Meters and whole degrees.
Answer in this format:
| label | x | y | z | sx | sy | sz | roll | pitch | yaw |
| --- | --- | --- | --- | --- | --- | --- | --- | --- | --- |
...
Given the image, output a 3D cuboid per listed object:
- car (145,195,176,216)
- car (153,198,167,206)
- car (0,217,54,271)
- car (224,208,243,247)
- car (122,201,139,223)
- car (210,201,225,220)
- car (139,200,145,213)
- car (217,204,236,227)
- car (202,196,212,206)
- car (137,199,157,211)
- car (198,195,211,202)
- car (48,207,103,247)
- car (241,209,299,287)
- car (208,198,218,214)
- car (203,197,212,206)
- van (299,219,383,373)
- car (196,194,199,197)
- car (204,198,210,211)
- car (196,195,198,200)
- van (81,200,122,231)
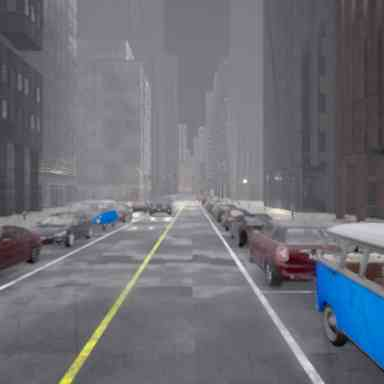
| label | x | y | z | sx | sy | sz | roll | pitch | yaw |
| --- | --- | --- | --- | --- | --- | --- | --- | --- | --- |
| car | -3.111 | 1.334 | 34.287 | 2.150 | 2.045 | 5.566 | 0 | 0 | 0 |
| car | -5.782 | 1.767 | 60.145 | 2.008 | 1.369 | 4.403 | 0 | 0 | 0 |
| car | -5.764 | 1.610 | 9.420 | 1.802 | 1.307 | 4.206 | 0 | 0 | 0 |
| car | 2.759 | 1.612 | 15.076 | 1.947 | 1.339 | 4.313 | 0 | 0 | 0 |
| car | -5.770 | 1.635 | 26.329 | 2.008 | 1.369 | 4.403 | 0 | 0 | 0 |
| car | 2.755 | 1.650 | 26.349 | 1.947 | 1.339 | 4.313 | 0 | 0 | 0 |
| car | -5.774 | 1.671 | 37.601 | 1.887 | 1.381 | 4.507 | 0 | 0 | 0 |
| car | 2.757 | 1.647 | 20.712 | 1.802 | 1.307 | 4.206 | 0 | 0 | 0 |
| car | 2.747 | 1.696 | 49.065 | 1.752 | 1.417 | 4.829 | 0 | 0 | 0 |
| car | -5.776 | 1.692 | 43.238 | 1.887 | 1.381 | 4.507 | 0 | 0 | 0 |
| car | 2.743 | 1.531 | 60.169 | 2.192 | 1.841 | 5.009 | 0 | 0 | 0 |
| car | -5.766 | 1.597 | 15.056 | 2.008 | 1.369 | 4.403 | 0 | 0 | 0 |
| car | 2.761 | 1.469 | 9.439 | 1.967 | 1.590 | 4.097 | 0 | 0 | 0 |
| car | 2.753 | 1.631 | 32.156 | 1.752 | 1.417 | 4.829 | 0 | 0 | 0 |
| car | 2.749 | 1.693 | 43.258 | 1.887 | 1.381 | 4.507 | 0 | 0 | 0 |
| van | 2.764 | 1.353 | 3.803 | 1.690 | 1.788 | 3.998 | 0 | 0 | 0 |
| car | 2.731 | 1.940 | 92.640 | 1.802 | 1.307 | 4.206 | 0 | 0 | 0 |
| car | 2.751 | 1.692 | 37.622 | 1.947 | 1.339 | 4.313 | 0 | 0 | 0 |
| car | 2.733 | 1.914 | 87.021 | 1.802 | 1.307 | 4.206 | 0 | 0 | 0 |
| van | -5.768 | 1.406 | 20.694 | 1.690 | 1.788 | 3.998 | 0 | 0 | 0 |
